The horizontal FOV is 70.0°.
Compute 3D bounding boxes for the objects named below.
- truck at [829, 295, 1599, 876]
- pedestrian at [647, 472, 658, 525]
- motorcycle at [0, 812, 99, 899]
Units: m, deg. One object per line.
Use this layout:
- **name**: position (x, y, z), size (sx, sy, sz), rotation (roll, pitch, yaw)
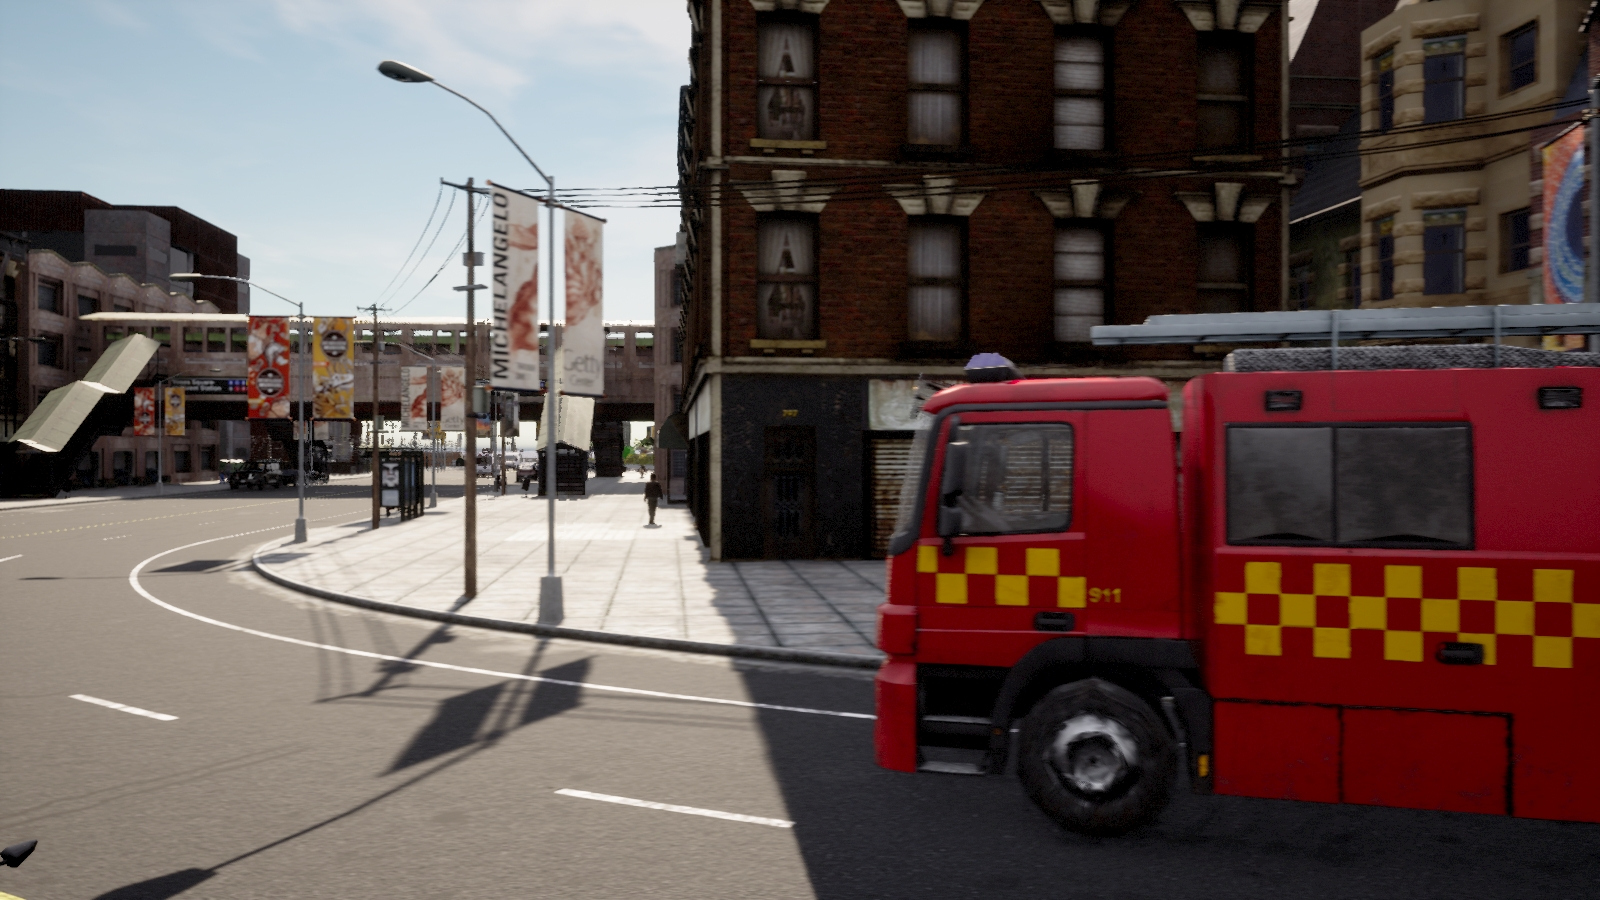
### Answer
- **truck**: position (4.692, 0.892, 9.185), size (8.468, 3.827, 2.891), rotation (0, 0, 15)
- **pedestrian**: position (-5.207, 1.704, 40.350), size (0.375, 1.860, 0.375), rotation (0, 0, -11)
- **motorcycle**: position (-4.074, 2.214, 4.949), size (2.033, 1.145, 0.803), rotation (0, 0, 26)
